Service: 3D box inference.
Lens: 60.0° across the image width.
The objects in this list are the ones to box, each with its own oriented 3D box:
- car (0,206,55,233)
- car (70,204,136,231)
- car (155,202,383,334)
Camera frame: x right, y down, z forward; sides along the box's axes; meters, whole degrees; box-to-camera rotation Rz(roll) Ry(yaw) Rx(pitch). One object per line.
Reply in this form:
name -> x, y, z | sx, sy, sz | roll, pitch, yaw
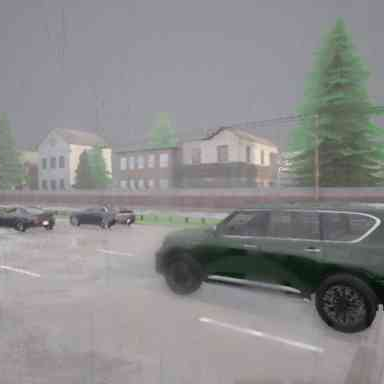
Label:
car -> -9.950, 1.545, 19.677 | 4.674, 1.442, 1.812 | 0, 0, 35
car -> -5.713, 1.509, 20.973 | 4.902, 1.511, 2.128 | 0, 0, 36
car -> 1.776, 1.224, 7.025 | 5.566, 2.045, 2.150 | 0, 0, 36
